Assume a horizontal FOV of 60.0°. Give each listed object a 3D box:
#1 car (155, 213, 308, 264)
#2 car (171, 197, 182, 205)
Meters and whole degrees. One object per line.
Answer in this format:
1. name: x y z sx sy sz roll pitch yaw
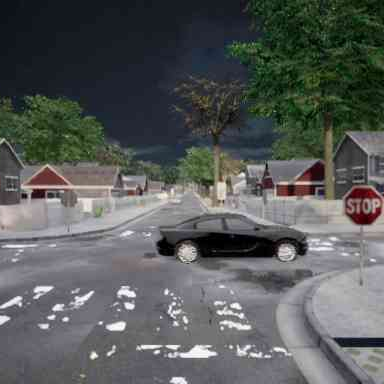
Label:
1. car: 1.282 1.448 11.112 5.008 1.535 1.882 -1 0 -1
2. car: -2.805 1.581 60.453 1.895 1.301 4.718 0 0 0
